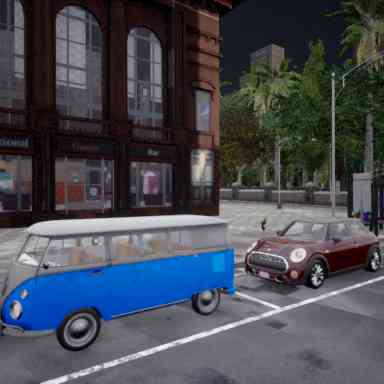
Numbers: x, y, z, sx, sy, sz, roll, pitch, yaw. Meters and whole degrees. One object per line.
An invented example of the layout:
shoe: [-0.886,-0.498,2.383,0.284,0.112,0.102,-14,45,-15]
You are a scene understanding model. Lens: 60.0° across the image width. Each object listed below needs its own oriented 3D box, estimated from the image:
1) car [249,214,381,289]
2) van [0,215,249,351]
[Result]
car: [3.328,1.438,9.070,4.097,1.590,1.967,0,0,-36]
van: [-1.073,1.341,5.896,3.998,1.788,1.690,0,0,-36]
